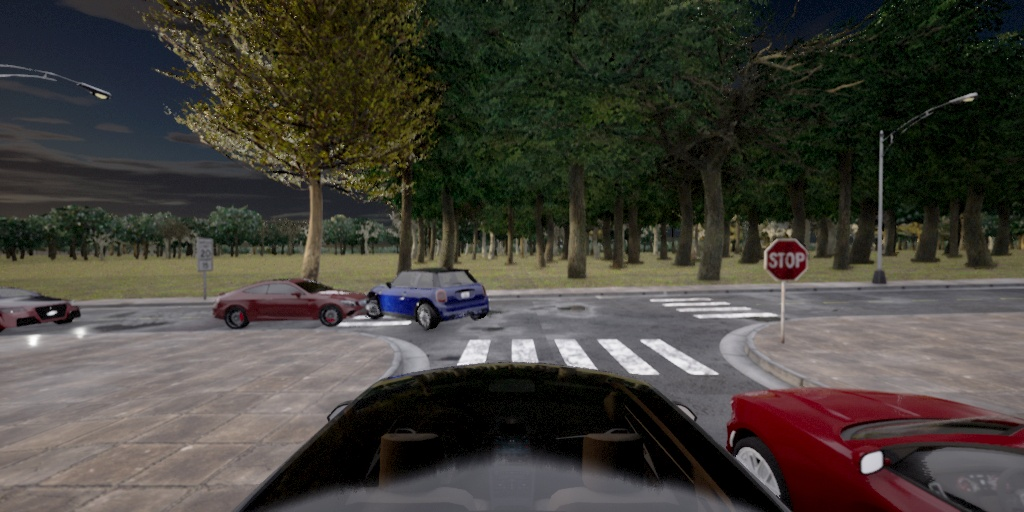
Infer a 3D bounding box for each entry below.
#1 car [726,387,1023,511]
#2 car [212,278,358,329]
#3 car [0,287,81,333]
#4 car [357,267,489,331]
[{"bbox_3d":[2.635,1.294,1.188,1.888,1.381,4.507,0,0,0],"label":"car"},{"bbox_3d":[-7.018,1.445,11.642,4.674,1.442,1.812,-1,1,0],"label":"car"},{"bbox_3d":[-16.961,1.725,11.655,4.181,1.385,1.994,-1,1,0],"label":"car"},{"bbox_3d":[-2.896,1.162,11.662,4.553,1.767,2.097,-1,1,42],"label":"car"}]
